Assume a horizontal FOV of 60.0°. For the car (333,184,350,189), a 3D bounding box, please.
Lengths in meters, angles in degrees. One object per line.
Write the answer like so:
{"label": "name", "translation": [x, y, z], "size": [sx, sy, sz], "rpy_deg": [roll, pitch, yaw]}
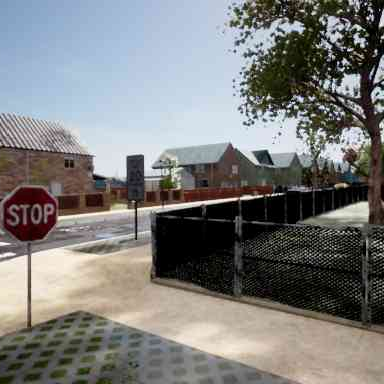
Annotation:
{"label": "car", "translation": [23.116, -0.546, 51.188], "size": [1.882, 1.535, 5.008], "rpy_deg": [-1, 2, 36]}

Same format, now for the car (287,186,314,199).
{"label": "car", "translation": [11.683, 0.142, 35.460], "size": [2.128, 1.511, 4.902], "rpy_deg": [-1, 2, 36]}
